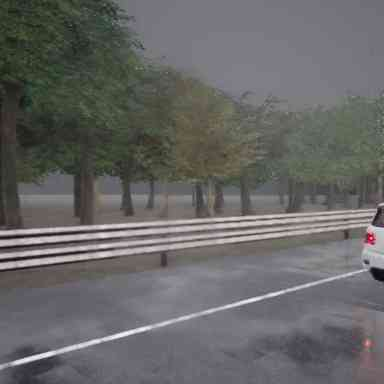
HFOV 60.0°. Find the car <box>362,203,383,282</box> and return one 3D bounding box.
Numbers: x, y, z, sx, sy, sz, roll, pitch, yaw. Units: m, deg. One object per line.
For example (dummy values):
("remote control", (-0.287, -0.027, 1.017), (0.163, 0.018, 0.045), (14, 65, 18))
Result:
("car", (6.600, 1.220, 8.497), (5.566, 2.045, 2.150), (0, 0, -35))
